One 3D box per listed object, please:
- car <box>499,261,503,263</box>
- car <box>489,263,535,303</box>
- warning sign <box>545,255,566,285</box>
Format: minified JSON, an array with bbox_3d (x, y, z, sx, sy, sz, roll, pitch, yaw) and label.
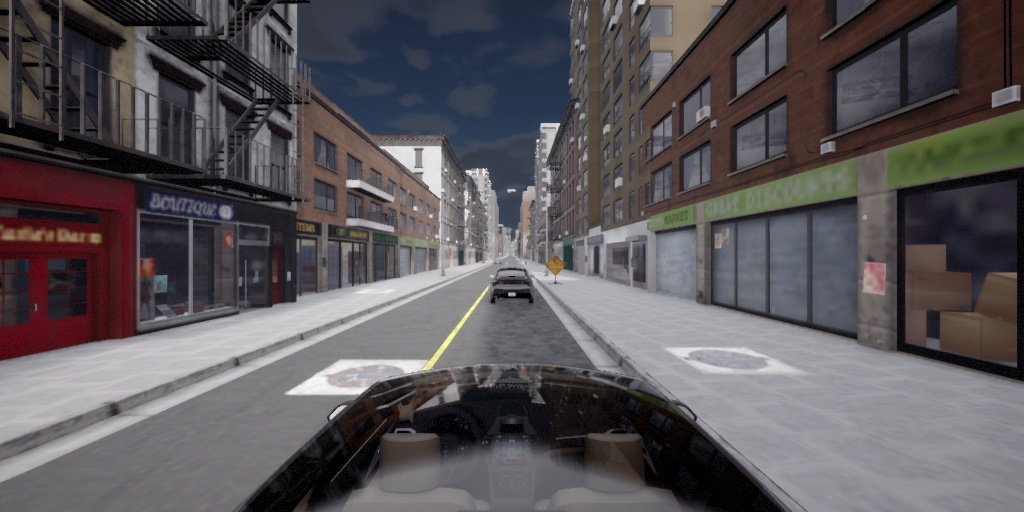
[{"bbox_3d":[0.000,1.352,31.530,1.895,1.301,4.718,0,0,0],"label":"car"},{"bbox_3d":[0.000,1.264,16.499,1.837,1.490,4.892,0,0,0],"label":"car"},{"bbox_3d":[2.717,0.858,22.425,1.300,1.860,1.060,0,0,0],"label":"warning sign"}]
